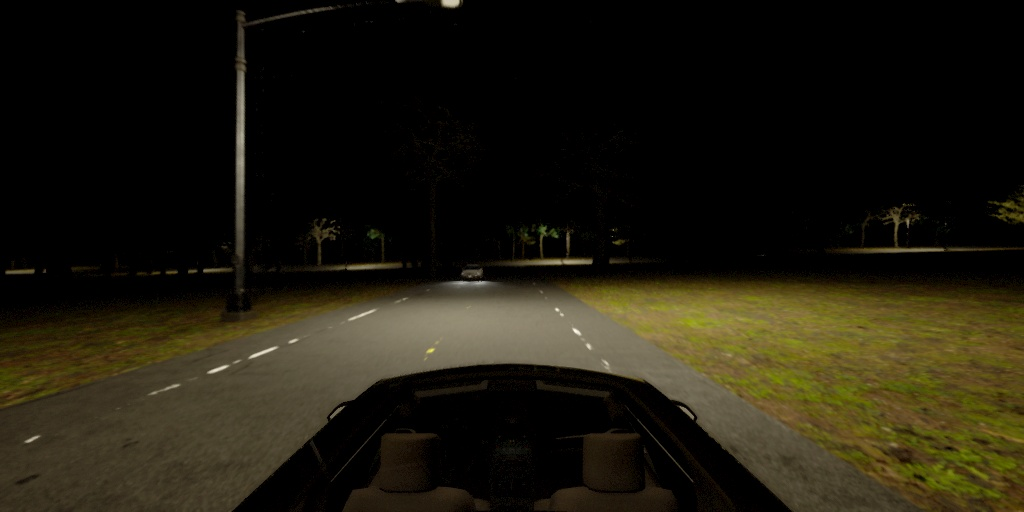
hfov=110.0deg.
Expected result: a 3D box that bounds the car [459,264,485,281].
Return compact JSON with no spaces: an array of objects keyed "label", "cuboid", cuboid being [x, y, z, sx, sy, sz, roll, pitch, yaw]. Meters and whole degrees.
[{"label":"car","cuboid":[-3.585,1.494,32.892,1.812,1.442,4.674,0,-1,0]}]
